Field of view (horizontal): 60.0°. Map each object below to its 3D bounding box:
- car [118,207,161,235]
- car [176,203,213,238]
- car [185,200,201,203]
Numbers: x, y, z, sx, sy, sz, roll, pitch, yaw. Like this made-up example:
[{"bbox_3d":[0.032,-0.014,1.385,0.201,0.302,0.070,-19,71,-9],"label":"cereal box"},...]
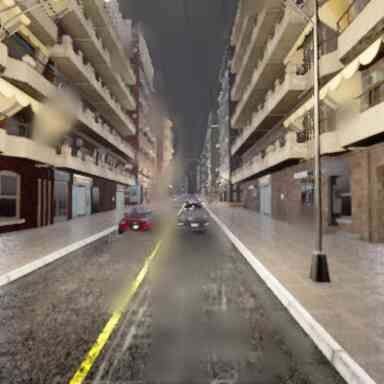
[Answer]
[{"bbox_3d":[-2.833,1.572,18.740,1.994,1.385,4.181,0,0,0],"label":"car"},{"bbox_3d":[0.112,1.555,17.661,2.033,1.411,5.357,0,0,0],"label":"car"},{"bbox_3d":[0.129,1.568,39.238,1.994,1.385,4.181,0,0,0],"label":"car"}]
